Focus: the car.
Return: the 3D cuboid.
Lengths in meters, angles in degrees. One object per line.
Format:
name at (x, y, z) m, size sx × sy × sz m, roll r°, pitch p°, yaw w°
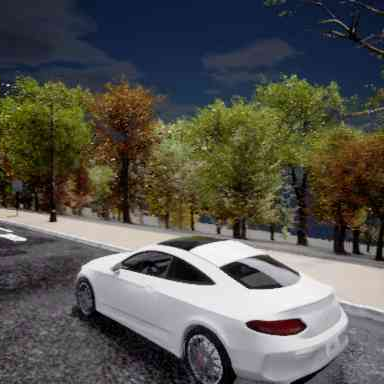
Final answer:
car at (-0.113, 1.429, 5.163) m, size 1.812 × 1.442 × 4.674 m, roll -1°, pitch 1°, yaw -44°
